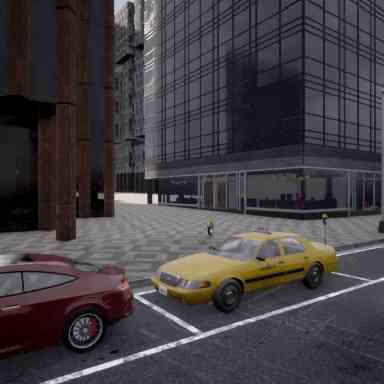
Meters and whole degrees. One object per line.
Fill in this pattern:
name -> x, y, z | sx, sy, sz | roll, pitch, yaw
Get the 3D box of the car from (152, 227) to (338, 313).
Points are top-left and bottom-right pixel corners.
car -> 1.419, 1.525, 7.644 | 4.829, 1.417, 1.752 | 0, 0, -35

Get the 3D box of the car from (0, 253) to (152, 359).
car -> -2.879, 1.582, 4.596 | 4.206, 1.307, 1.802 | 0, 0, -35
